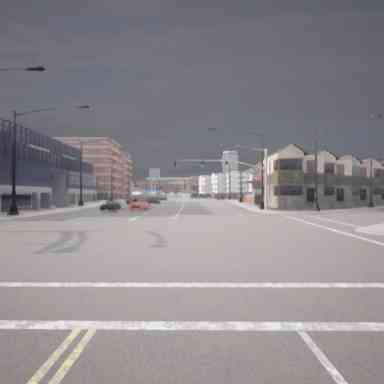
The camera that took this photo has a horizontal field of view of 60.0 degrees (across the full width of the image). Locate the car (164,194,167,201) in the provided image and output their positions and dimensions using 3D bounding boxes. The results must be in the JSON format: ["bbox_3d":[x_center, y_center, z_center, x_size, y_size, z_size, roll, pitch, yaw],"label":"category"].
[{"bbox_3d":[-6.834,1.200,76.261,2.097,1.767,4.553,0,0,0],"label":"car"}]

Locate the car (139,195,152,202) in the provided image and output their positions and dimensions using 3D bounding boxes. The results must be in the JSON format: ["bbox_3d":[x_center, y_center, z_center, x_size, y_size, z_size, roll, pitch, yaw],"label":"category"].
[{"bbox_3d":[-10.338,1.383,74.473,2.033,1.411,5.357,0,0,0],"label":"car"}]

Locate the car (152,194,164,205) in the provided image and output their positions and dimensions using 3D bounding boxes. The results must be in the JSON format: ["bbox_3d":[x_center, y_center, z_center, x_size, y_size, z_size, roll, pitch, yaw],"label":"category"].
[{"bbox_3d":[-6.930,1.550,60.835,2.033,1.411,5.357,0,1,1],"label":"car"}]

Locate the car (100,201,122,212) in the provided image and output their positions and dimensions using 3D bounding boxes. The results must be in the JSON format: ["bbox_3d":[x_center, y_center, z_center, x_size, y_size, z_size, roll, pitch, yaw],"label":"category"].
[{"bbox_3d":[-10.504,1.825,43.072,1.895,1.301,4.718,0,0,0],"label":"car"}]

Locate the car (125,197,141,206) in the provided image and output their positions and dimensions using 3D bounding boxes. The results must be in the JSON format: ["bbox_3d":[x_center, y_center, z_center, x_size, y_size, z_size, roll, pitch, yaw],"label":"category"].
[{"bbox_3d":[-10.445,1.638,58.890,1.895,1.301,4.718,0,1,0],"label":"car"}]

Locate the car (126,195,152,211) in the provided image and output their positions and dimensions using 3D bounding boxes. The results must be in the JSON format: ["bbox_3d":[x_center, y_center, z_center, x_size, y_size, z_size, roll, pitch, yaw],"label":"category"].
[{"bbox_3d":[-6.994,1.574,43.972,2.097,1.767,4.553,0,0,0],"label":"car"}]
